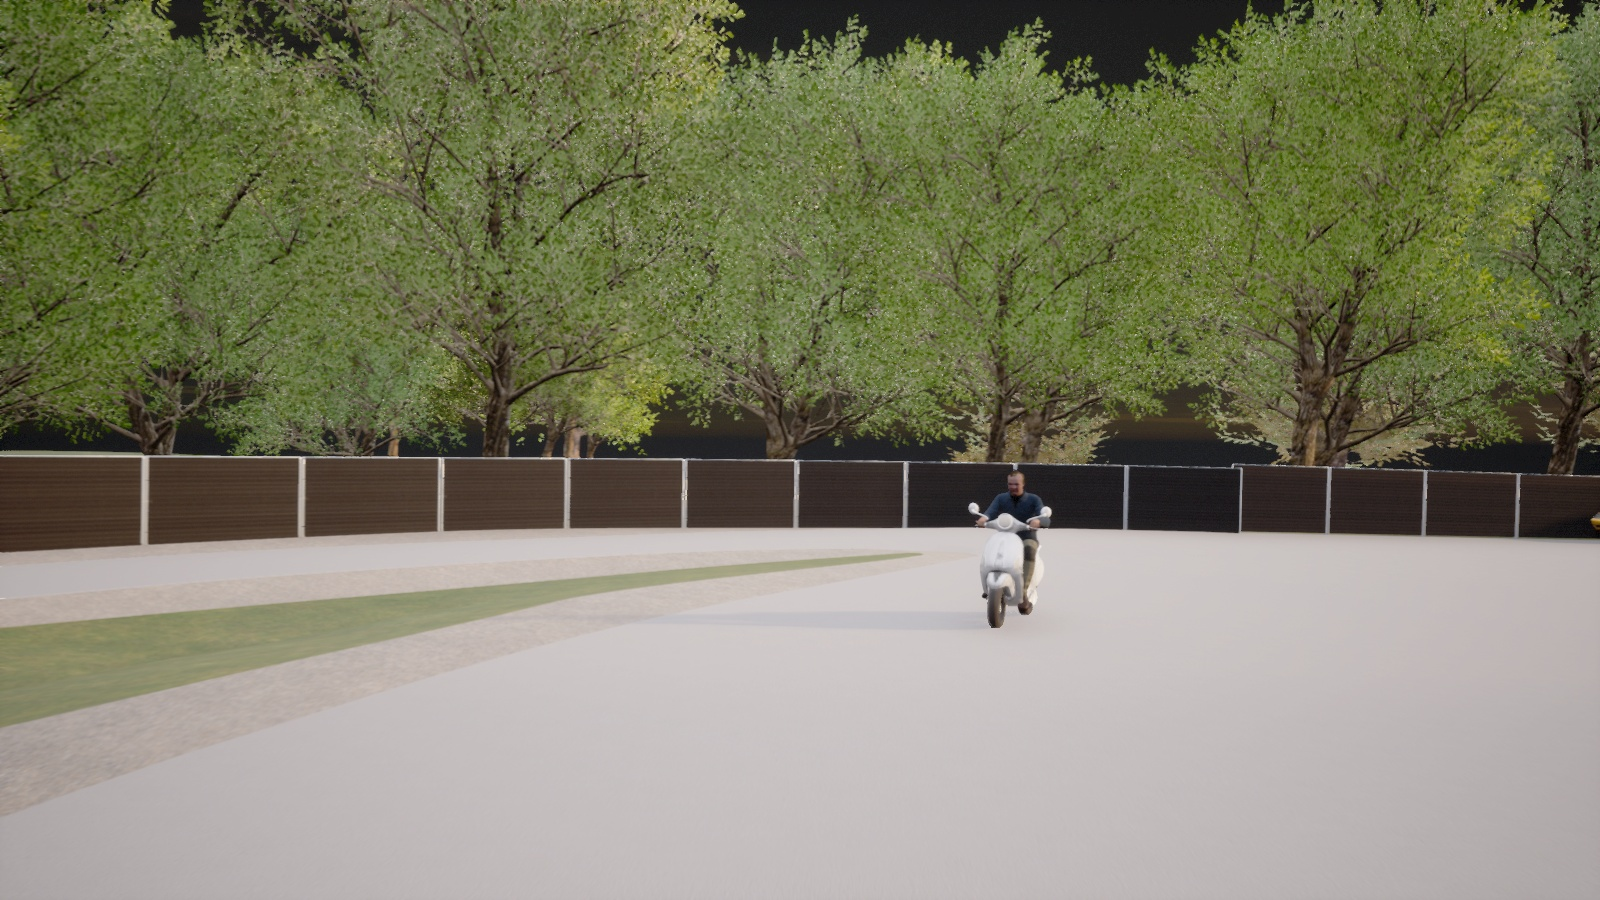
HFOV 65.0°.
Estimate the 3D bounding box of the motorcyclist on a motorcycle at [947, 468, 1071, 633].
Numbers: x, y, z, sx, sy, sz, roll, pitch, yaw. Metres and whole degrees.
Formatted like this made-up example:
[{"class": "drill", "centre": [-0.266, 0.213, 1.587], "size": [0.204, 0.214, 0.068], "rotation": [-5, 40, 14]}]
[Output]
[{"class": "motorcyclist on a motorcycle", "centre": [2.237, 1.000, 13.232], "size": [0.866, 1.590, 1.817], "rotation": [1, -1, 23]}]
